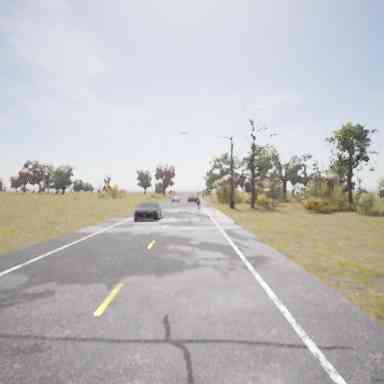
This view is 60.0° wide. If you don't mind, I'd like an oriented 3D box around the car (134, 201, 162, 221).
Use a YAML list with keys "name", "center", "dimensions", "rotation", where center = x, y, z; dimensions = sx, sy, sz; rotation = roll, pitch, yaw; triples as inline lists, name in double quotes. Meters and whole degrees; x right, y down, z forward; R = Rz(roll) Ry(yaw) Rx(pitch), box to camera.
- name: "car"
  center: [-3.596, 1.510, 27.760]
  dimensions: [1.882, 1.535, 5.008]
  rotation: [0, 0, 0]

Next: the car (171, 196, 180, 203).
- name: "car"
  center: [-3.501, 1.602, 70.961]
  dimensions: [2.128, 1.511, 4.902]
  rotation: [0, 0, 0]

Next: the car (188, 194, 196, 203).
- name: "car"
  center: [-0.001, 1.591, 72.496]
  dimensions: [1.837, 1.490, 4.892]
  rotation: [0, 0, 0]

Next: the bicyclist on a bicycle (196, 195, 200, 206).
- name: "bicyclist on a bicycle"
  center: [0.962, 1.439, 55.566]
  dimensions: [0.659, 1.776, 1.843]
  rotation: [0, 0, 0]

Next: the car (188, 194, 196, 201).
- name: "car"
  center: [-0.002, 1.313, 82.706]
  dimensions: [2.097, 1.767, 4.553]
  rotation: [0, 0, 0]

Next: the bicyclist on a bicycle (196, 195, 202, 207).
- name: "bicyclist on a bicycle"
  center: [0.976, 1.492, 45.866]
  dimensions: [0.866, 1.612, 1.509]
  rotation: [0, 0, 0]
